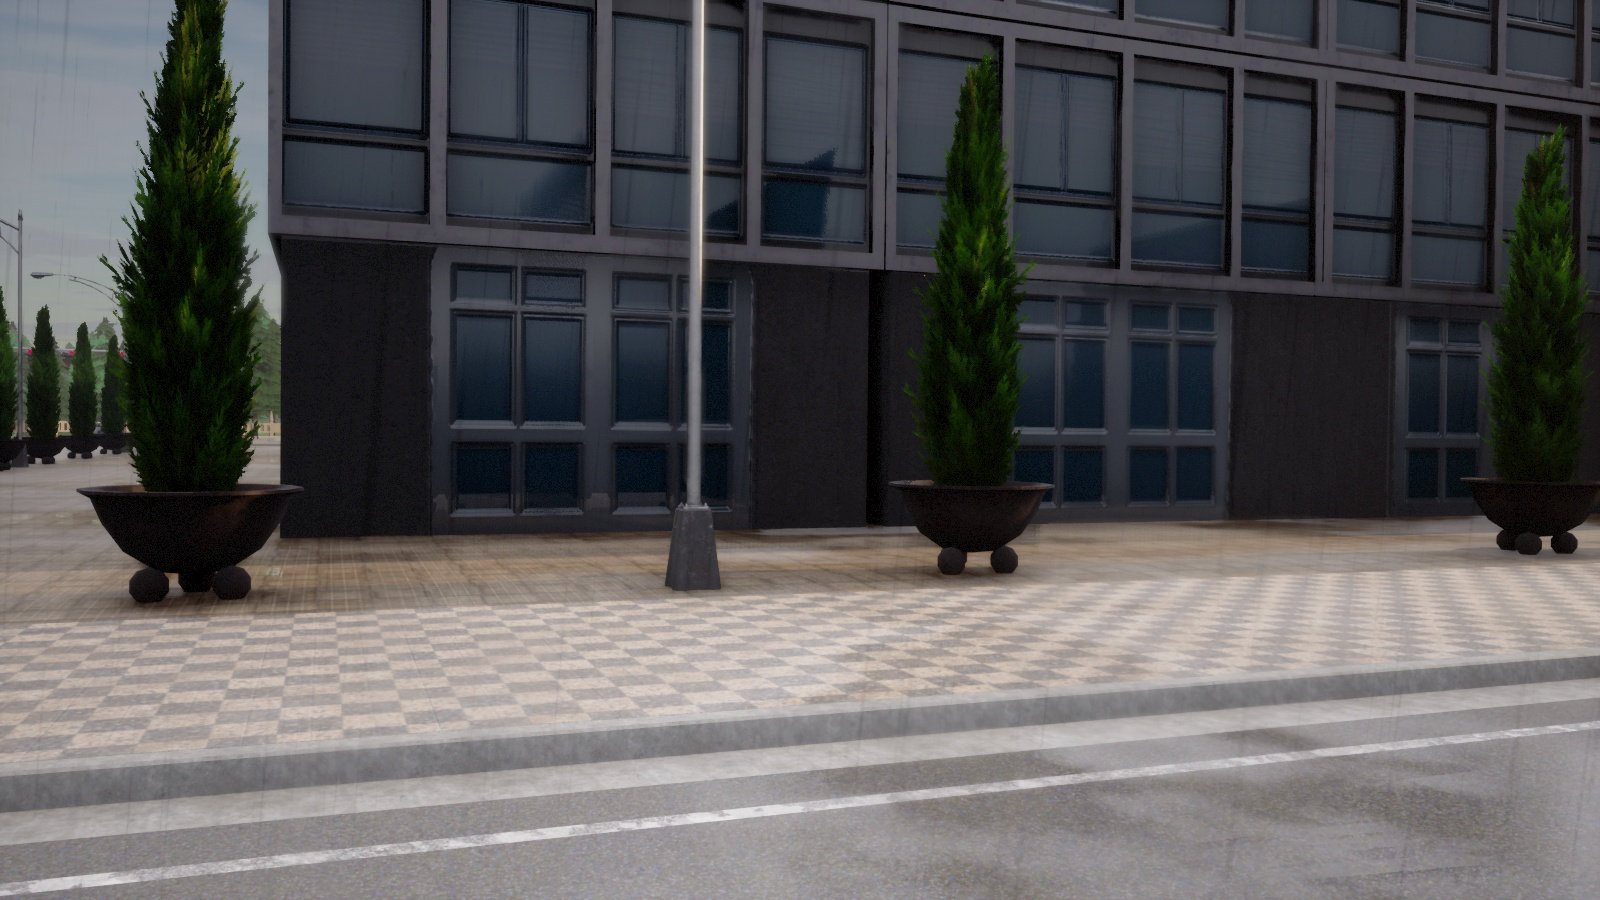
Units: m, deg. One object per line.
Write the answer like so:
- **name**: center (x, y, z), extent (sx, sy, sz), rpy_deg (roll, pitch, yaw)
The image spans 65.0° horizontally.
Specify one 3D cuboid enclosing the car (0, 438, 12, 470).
- **car**: center (-38.497, 0.209, 58.691), extent (1.837, 1.490, 4.892), rpy_deg (-1, 1, -20)
